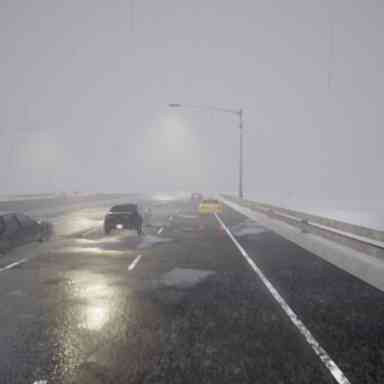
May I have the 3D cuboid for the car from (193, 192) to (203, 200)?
[{"bbox_3d":[1.180,0.789,62.649,1.812,1.442,4.674,0,1,2],"label":"car"}]

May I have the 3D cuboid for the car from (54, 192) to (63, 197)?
[{"bbox_3d":[-23.414,0.785,60.561,2.128,1.511,4.902,0,1,2],"label":"car"}]

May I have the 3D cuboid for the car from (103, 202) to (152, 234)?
[{"bbox_3d":[-3.289,1.284,17.622,1.837,1.490,4.892,0,1,1],"label":"car"}]

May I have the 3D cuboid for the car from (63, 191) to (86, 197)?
[{"bbox_3d":[-20.009,0.660,58.031,2.097,1.767,4.553,0,1,2],"label":"car"}]

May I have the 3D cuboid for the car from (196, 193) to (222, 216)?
[{"bbox_3d":[1.467,1.115,27.598,1.801,1.575,5.366,0,1,1],"label":"car"}]

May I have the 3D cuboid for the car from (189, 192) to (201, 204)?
[{"bbox_3d":[0.721,0.775,47.948,2.097,1.767,4.553,0,1,2],"label":"car"}]

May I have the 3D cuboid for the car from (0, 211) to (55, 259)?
[{"bbox_3d":[-6.847,1.394,11.859,2.033,1.411,5.357,0,1,0],"label":"car"}]

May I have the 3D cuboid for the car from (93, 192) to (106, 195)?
[{"bbox_3d":[-16.443,0.796,59.638,1.837,1.490,4.892,0,1,2],"label":"car"}]
